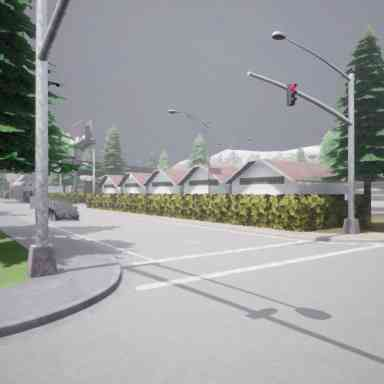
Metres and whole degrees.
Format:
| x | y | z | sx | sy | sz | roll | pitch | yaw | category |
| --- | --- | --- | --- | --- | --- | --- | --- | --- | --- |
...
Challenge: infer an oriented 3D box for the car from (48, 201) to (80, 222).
| x | y | z | sx | sy | sz | roll | pitch | yaw | category |
| --- | --- | --- | --- | --- | --- | --- | --- | --- | --- |
| -10.487 | 1.533 | 26.685 | 1.837 | 1.490 | 4.892 | 0 | 3 | -36 | car |
